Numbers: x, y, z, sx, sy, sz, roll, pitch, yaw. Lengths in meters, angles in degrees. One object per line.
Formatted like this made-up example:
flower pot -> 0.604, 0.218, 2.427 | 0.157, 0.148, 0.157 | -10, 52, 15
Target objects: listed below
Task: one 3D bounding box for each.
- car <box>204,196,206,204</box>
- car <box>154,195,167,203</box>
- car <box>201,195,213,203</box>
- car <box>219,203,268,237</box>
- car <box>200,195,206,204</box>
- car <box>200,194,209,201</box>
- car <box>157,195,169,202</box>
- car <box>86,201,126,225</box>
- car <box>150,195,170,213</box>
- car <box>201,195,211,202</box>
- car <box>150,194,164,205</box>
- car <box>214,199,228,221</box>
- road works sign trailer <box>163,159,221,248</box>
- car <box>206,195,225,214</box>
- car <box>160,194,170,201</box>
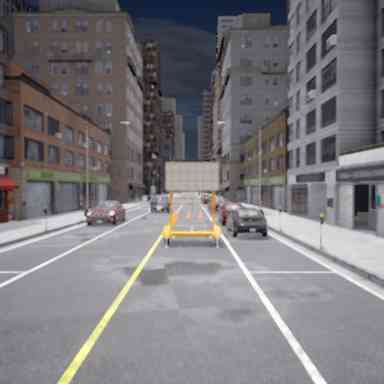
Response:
car -> 2.738, 1.376, 39.272 | 1.887, 1.381, 4.507 | -1, 0, 0
car -> -5.795, 1.314, 61.290 | 1.947, 1.339, 4.313 | -1, 0, 0
car -> 2.730, 1.294, 61.292 | 1.887, 1.381, 4.507 | -1, 0, 0
car -> 2.746, 1.472, 17.251 | 2.008, 1.369, 4.403 | -1, 0, 0
car -> 2.732, 1.335, 55.788 | 1.947, 1.339, 4.313 | -1, 0, 0
car -> 2.726, 1.255, 72.303 | 1.887, 1.381, 4.507 | -1, 0, 0
car -> -5.797, 1.280, 66.795 | 2.008, 1.369, 4.403 | -1, 0, 0
car -> -5.782, 1.338, 22.753 | 1.967, 1.590, 4.097 | -1, 0, 0
car -> -3.106, 1.343, 33.944 | 2.128, 1.511, 4.902 | 0, 0, 0
car -> 2.728, 1.274, 66.798 | 1.887, 1.381, 4.507 | -1, 0, 0
car -> -5.794, 1.208, 55.784 | 1.967, 1.590, 4.097 | -1, 0, 0
car -> 2.744, 1.443, 22.757 | 1.887, 1.381, 4.507 | -1, 0, 0
road works sign trailer -> 0.008, 0.398, 14.384 | 2.380, 3.560, 2.880 | 0, 0, 0
car -> 2.738, 1.293, 33.767 | 1.967, 1.590, 4.097 | -1, 0, 0
car -> -5.799, 1.254, 72.300 | 1.887, 1.381, 4.507 | -1, 0, 0
